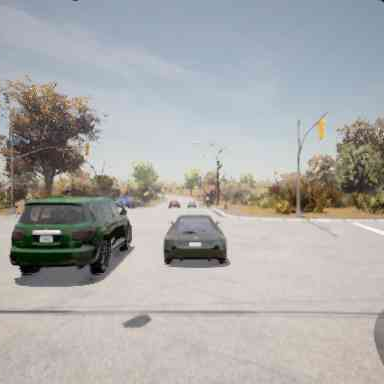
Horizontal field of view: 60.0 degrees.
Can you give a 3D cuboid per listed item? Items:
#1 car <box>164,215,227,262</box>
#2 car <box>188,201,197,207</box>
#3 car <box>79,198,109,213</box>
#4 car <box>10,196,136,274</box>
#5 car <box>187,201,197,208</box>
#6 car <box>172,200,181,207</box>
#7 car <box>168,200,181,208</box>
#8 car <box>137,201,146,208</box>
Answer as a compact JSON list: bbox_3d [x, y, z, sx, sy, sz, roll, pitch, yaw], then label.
[{"bbox_3d":[0.097,1.480,11.737,1.994,1.385,4.181,0,1,0],"label":"car"},{"bbox_3d":[0.005,2.777,75.684,1.994,1.385,4.181,0,-2,0],"label":"car"},{"bbox_3d":[-10.585,1.374,36.297,1.837,1.490,4.892,0,0,0],"label":"car"},{"bbox_3d":[-3.402,1.152,10.458,2.150,2.045,5.566,0,1,0],"label":"car"},{"bbox_3d":[0.005,2.497,65.248,2.033,1.411,5.357,0,-2,0],"label":"car"},{"bbox_3d":[-3.495,2.703,75.687,1.882,1.535,5.008,0,-2,0],"label":"car"},{"bbox_3d":[-3.495,2.318,65.642,2.097,1.767,4.553,0,-2,0],"label":"car"},{"bbox_3d":[-10.495,2.441,67.066,1.994,1.385,4.181,0,-2,0],"label":"car"}]
